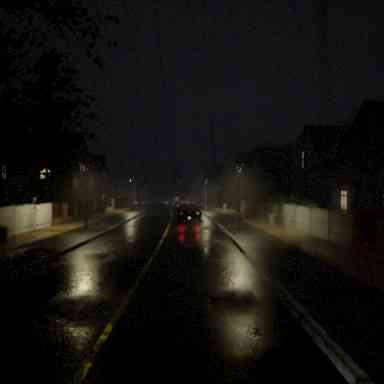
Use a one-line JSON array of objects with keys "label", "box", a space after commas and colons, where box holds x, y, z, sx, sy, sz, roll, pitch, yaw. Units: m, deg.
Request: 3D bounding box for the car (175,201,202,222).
[{"label": "car", "box": [-0.285, 1.644, 26.939, 1.895, 1.301, 4.718, 0, 0, -2]}]
